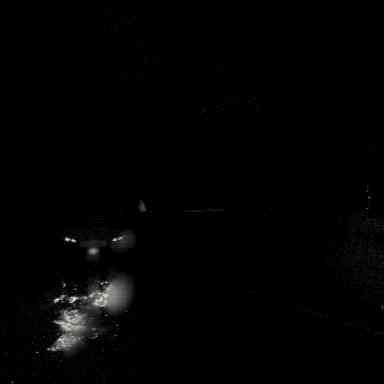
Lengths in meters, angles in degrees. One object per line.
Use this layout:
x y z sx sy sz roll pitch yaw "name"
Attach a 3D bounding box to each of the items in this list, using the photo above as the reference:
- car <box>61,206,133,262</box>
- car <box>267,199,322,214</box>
-3.068 1.247 11.140 2.128 1.511 4.902 1 1 -11 "car"
9.419 1.329 30.790 4.718 1.301 1.895 1 1 -9 "car"
